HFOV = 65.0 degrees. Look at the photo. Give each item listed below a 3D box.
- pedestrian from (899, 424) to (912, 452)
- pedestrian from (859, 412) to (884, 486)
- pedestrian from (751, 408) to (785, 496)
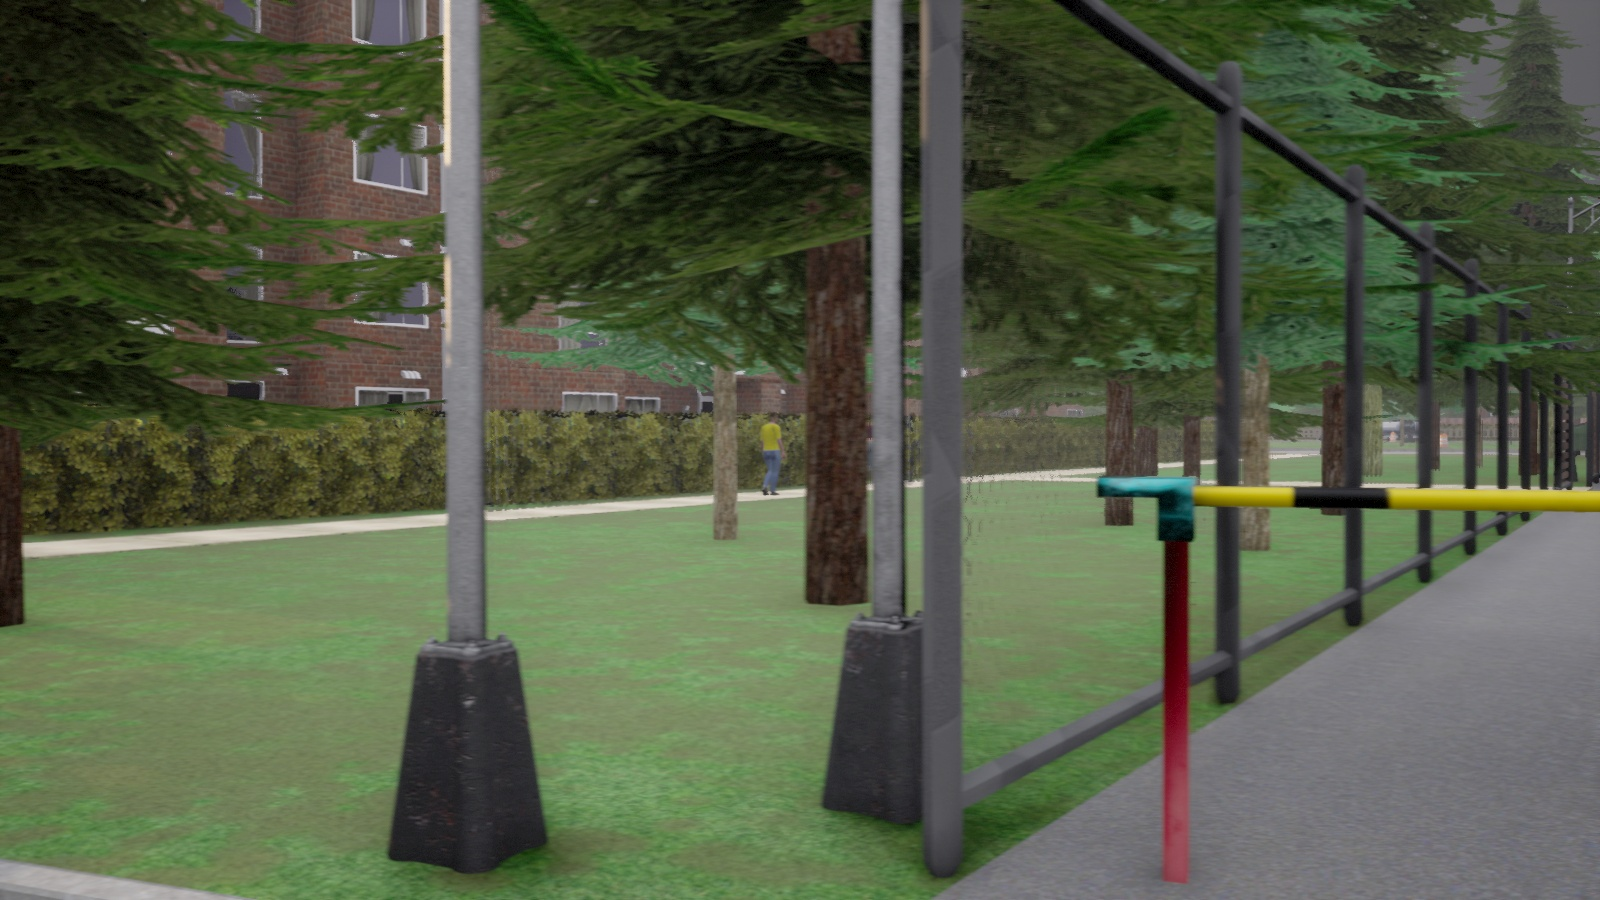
[{"bbox_3d":[6.771,-0.777,80.508,0.703,1.840,0.431,1,1,37],"label":"pedestrian"},{"bbox_3d":[1.774,-0.026,31.251,0.345,1.836,0.594,1,1,35],"label":"pedestrian"},{"bbox_3d":[-0.685,0.034,26.788,0.354,1.836,0.706,1,1,36],"label":"pedestrian"}]
